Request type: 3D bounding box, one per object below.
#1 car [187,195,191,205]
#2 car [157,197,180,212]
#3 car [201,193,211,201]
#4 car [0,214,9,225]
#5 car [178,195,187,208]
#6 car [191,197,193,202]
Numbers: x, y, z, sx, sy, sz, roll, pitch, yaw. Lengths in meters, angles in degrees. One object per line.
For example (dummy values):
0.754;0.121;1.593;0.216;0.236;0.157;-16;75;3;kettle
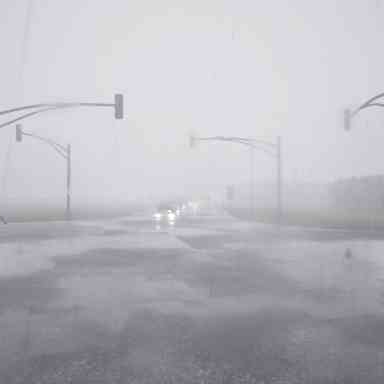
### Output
-1.766;1.478;57.808;2.128;1.511;4.902;0;0;4;car
-2.812;1.599;38.245;1.895;1.301;4.718;0;0;3;car
3.361;1.190;79.079;2.150;2.045;5.566;0;0;5;car
-14.185;1.528;20.135;5.357;1.411;2.033;0;-1;-3;car
-2.358;1.486;47.559;2.128;1.511;4.902;0;0;3;car
-0.905;1.456;69.555;2.128;1.511;4.902;0;0;4;car
